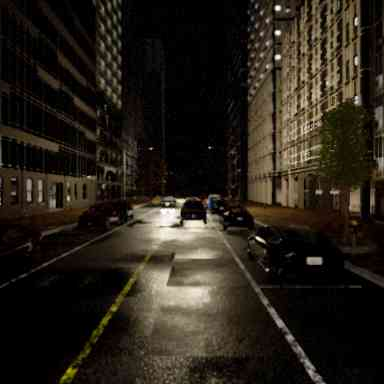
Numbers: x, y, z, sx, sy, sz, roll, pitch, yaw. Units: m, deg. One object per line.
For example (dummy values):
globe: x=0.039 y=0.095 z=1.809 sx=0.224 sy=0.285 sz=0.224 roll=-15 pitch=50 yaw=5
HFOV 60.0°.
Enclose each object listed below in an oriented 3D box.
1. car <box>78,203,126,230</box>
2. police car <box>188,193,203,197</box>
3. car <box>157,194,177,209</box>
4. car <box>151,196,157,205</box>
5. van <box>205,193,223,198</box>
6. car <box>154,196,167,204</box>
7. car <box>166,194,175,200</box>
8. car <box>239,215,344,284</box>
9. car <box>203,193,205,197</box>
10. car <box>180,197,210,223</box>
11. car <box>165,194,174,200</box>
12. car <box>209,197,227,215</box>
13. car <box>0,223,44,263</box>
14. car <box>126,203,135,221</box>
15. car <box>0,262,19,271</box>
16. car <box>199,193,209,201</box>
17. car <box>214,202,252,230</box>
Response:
car: x=-5.691 y=1.504 z=20.769 sx=1.887 sy=1.381 sz=4.507 roll=0 pitch=0 yaw=0
police car: x=0.084 y=1.333 z=42.238 sx=1.930 sy=1.638 sz=5.238 roll=0 pitch=0 yaw=0
car: x=-3.094 y=1.392 z=44.634 sx=2.128 sy=1.511 sz=4.902 roll=0 pitch=0 yaw=0
car: x=-5.696 y=1.398 z=54.755 sx=1.752 sy=1.417 sz=4.829 roll=0 pitch=0 yaw=0
van: x=2.688 y=1.261 z=37.840 sx=1.690 sy=1.788 sz=3.998 roll=0 pitch=0 yaw=0
car: x=-5.697 y=1.406 z=60.618 sx=2.008 sy=1.369 sz=4.403 roll=0 pitch=0 yaw=0
car: x=-5.701 y=1.328 z=89.080 sx=1.947 sy=1.339 sz=4.313 roll=0 pitch=0 yaw=0
car: x=2.691 y=1.548 z=9.378 sx=1.947 sy=1.339 sz=4.313 roll=0 pitch=0 yaw=0
car: x=2.687 y=1.345 z=43.531 sx=1.967 sy=1.590 sz=4.097 roll=0 pitch=0 yaw=0
car: x=0.098 y=1.428 z=24.706 sx=1.882 sy=1.535 sz=5.008 roll=0 pitch=0 yaw=0
car: x=-5.699 y=1.333 z=83.387 sx=2.008 sy=1.369 sz=4.403 roll=0 pitch=0 yaw=0
car: x=2.688 y=1.499 z=32.146 sx=1.947 sy=1.339 sz=4.313 roll=0 pitch=0 yaw=0
car: x=-5.690 y=1.564 z=9.384 sx=1.802 sy=1.307 sz=4.206 roll=0 pitch=0 yaw=0
car: x=-5.692 y=1.513 z=26.462 sx=1.947 sy=1.339 sz=4.313 roll=0 pitch=0 yaw=0
car: x=-3.100 y=1.560 z=1.890 sx=1.994 sy=1.385 sz=4.181 roll=0 pitch=0 yaw=0
car: x=2.683 y=1.116 z=77.684 sx=2.192 sy=1.841 sz=5.009 roll=0 pitch=0 yaw=0
car: x=2.690 y=1.525 z=20.762 sx=1.947 sy=1.339 sz=4.313 roll=0 pitch=0 yaw=0
